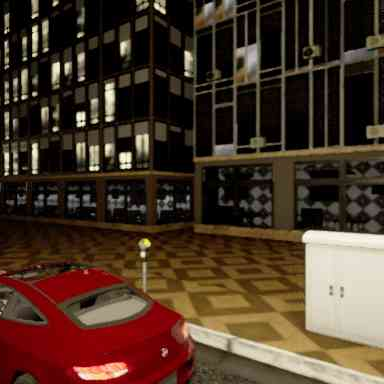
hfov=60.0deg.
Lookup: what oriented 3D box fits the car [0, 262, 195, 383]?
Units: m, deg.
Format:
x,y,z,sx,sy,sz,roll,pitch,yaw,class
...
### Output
x,y,z,sx,sy,sz,roll,pitch,yaw,class
-1.912,1.581,4.237,4.206,1.307,1.802,0,0,35,car
